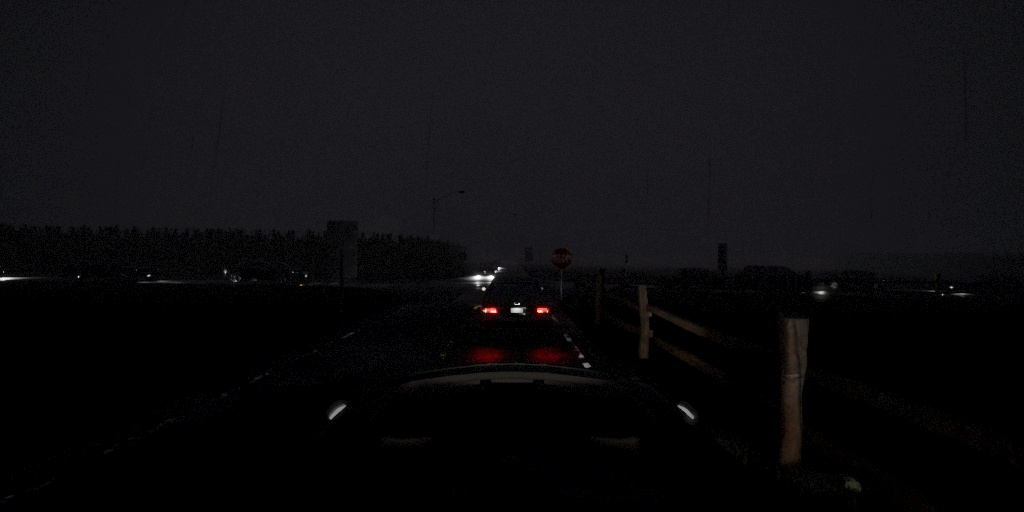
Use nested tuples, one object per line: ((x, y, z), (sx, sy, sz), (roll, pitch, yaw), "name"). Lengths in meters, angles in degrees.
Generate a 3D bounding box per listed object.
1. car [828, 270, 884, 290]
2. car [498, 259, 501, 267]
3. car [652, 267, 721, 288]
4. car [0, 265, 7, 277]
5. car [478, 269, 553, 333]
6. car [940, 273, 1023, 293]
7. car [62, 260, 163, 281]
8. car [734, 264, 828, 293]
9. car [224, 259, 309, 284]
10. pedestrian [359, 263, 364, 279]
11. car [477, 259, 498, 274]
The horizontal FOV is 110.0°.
((24.277, 1.733, 26.315), (4.892, 1.490, 1.837), (1, -1, 0), "car")
((-2.947, 1.306, 50.999), (2.033, 1.411, 5.357), (0, 0, 0), "car")
((12.761, 1.547, 26.249), (4.674, 1.442, 1.812), (1, -1, 0), "car")
((-35.632, 0.699, 23.070), (4.181, 1.385, 1.994), (1, -1, 0), "car")
((0.045, 1.299, 10.762), (2.033, 1.411, 5.357), (0, 0, -1), "car")
((34.955, 1.968, 26.360), (5.357, 1.411, 2.033), (1, -1, 0), "car")
((-25.611, 0.912, 23.113), (4.718, 1.301, 1.895), (1, -1, 0), "car")
((17.228, 1.427, 23.373), (4.553, 1.767, 2.097), (1, -1, 0), "car")
((-15.702, 0.978, 23.125), (4.902, 1.511, 2.128), (1, -1, 1), "car")
((-12.230, 1.171, 29.155), (0.375, 1.300, 0.375), (0, -2, 0), "pedestrian")
((-2.928, 1.358, 40.552), (1.895, 1.301, 4.718), (0, 0, 0), "car")
